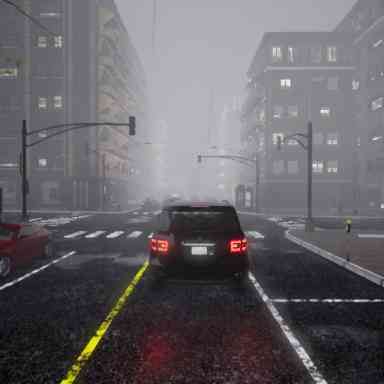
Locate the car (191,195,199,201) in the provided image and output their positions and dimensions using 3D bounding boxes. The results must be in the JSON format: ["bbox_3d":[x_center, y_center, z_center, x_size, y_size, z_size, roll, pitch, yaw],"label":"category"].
[{"bbox_3d":[0.744,1.477,82.676,1.882,1.535,5.008,0,0,1],"label":"car"}]

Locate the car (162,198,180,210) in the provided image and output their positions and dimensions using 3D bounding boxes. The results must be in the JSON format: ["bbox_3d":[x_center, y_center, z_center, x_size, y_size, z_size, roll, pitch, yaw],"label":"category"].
[{"bbox_3d":[-2.703,1.562,43.028,1.994,1.385,4.181,0,0,1],"label":"car"}]

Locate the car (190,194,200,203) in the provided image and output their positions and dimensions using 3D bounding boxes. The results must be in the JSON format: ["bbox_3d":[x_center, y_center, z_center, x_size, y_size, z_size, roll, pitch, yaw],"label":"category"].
[{"bbox_3d":[0.670,1.354,72.899,2.097,1.767,4.553,0,0,1],"label":"car"}]

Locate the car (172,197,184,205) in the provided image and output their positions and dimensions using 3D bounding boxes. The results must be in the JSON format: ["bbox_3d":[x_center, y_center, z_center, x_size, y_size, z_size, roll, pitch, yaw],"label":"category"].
[{"bbox_3d":[-2.512,1.563,61.569,1.994,1.385,4.181,0,0,1],"label":"car"}]

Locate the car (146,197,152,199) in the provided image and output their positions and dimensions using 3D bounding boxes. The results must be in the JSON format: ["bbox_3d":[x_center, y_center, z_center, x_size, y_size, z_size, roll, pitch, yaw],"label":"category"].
[{"bbox_3d":[-5.319,1.438,42.399,1.967,1.590,4.097,0,0,1],"label":"car"}]

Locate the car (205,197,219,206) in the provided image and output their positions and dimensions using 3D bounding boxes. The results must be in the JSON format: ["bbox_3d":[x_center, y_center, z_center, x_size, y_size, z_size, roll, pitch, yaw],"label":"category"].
[{"bbox_3d":[3.164,1.549,53.594,2.008,1.369,4.403,0,0,1],"label":"car"}]

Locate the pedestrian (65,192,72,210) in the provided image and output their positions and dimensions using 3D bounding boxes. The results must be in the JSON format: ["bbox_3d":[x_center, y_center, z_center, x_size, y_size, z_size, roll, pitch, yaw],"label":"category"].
[{"bbox_3d":[-12.421,0.902,33.456,0.375,1.860,0.375,0,-1,0],"label":"pedestrian"}]

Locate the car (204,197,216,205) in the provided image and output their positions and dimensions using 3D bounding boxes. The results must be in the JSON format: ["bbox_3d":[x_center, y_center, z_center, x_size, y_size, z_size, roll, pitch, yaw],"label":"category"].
[{"bbox_3d":[3.215,1.543,59.232,1.887,1.381,4.507,0,0,1],"label":"car"}]

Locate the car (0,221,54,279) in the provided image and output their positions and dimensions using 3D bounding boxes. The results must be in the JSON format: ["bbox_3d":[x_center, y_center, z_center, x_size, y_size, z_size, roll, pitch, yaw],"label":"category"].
[{"bbox_3d":[-5.614,1.581,9.989,1.802,1.307,4.206,0,0,1],"label":"car"}]

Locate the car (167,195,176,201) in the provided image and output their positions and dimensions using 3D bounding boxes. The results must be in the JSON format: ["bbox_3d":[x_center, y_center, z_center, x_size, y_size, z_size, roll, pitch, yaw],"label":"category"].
[{"bbox_3d":[-4.961,1.525,81.698,1.752,1.417,4.829,0,0,1],"label":"car"}]

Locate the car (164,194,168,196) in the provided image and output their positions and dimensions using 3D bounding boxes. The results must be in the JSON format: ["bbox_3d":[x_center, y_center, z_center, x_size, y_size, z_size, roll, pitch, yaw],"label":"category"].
[{"bbox_3d":[-5.063,1.314,70.591,2.192,1.841,5.009,0,0,1],"label":"car"}]

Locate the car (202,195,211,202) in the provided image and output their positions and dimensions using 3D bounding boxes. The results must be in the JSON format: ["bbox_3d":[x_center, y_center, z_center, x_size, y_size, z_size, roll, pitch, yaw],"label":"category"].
[{"bbox_3d":[3.369,1.439,76.148,1.967,1.590,4.097,0,0,1],"label":"car"}]

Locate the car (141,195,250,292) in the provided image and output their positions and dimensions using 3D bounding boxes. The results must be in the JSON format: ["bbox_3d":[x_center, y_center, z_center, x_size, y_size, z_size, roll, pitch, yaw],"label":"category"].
[{"bbox_3d":[0.165,1.221,9.075,2.150,2.045,5.566,0,0,1],"label":"car"}]

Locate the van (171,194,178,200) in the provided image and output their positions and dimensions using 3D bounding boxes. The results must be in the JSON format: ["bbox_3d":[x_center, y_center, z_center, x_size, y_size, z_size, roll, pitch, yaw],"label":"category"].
[{"bbox_3d":[-4.856,1.340,93.145,1.690,1.788,3.998,0,0,1],"label":"van"}]

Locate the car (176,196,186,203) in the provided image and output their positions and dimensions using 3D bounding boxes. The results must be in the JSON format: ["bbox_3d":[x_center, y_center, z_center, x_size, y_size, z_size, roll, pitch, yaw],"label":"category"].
[{"bbox_3d":[-2.356,1.522,71.874,1.812,1.442,4.674,0,0,1],"label":"car"}]
